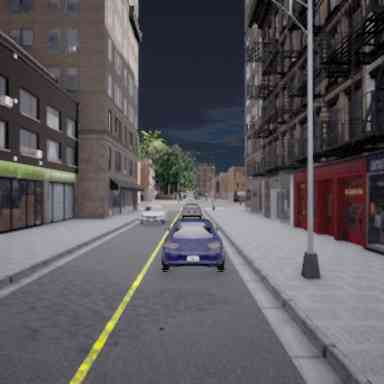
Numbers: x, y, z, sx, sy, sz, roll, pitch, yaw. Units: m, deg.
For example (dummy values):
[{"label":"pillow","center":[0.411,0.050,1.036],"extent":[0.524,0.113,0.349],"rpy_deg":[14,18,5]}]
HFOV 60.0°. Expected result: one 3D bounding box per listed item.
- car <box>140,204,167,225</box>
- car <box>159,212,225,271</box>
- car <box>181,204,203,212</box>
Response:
[{"label":"car","center":[-2.931,1.723,26.162],"extent":[1.812,1.442,4.674],"rpy_deg":[0,0,0]},{"label":"car","center":[0.036,1.608,11.074],"extent":[1.812,1.442,4.674],"rpy_deg":[0,0,0]},{"label":"car","center":[-0.019,1.779,30.521],"extent":[2.033,1.411,5.357],"rpy_deg":[0,0,0]}]
